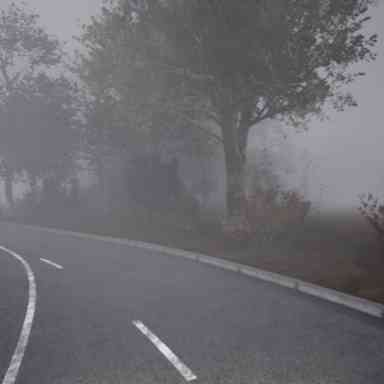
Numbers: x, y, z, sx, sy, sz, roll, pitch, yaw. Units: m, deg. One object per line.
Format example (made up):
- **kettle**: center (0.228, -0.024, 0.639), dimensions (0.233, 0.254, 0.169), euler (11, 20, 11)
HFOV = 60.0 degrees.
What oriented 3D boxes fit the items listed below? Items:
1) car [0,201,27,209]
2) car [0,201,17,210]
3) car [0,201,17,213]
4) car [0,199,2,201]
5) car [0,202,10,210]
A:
- **car**: center (-36.670, 2.562, 68.250), dimensions (4.674, 1.452, 2.002), euler (-1, 0, -7)
- **car**: center (-35.977, 2.500, 62.642), dimensions (5.008, 1.535, 2.097), euler (-1, 0, -7)
- **car**: center (-26.019, 2.345, 45.015), dimensions (1.895, 1.301, 4.718), euler (-1, 0, -7)
- **car**: center (-35.310, 2.224, 57.030), dimensions (5.566, 2.045, 2.435), euler (-1, 0, -7)
- **car**: center (-35.625, 2.527, 59.836), dimensions (4.674, 1.452, 2.002), euler (-1, 0, -7)
